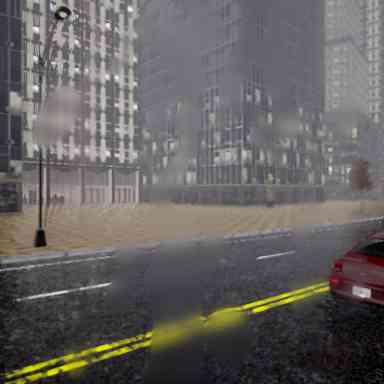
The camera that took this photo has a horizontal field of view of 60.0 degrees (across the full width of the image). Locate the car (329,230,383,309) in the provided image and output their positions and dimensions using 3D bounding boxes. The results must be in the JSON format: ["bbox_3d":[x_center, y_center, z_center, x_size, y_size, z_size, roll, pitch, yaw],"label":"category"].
[{"bbox_3d":[4.726,1.521,7.025,4.674,1.442,1.812,0,0,-37],"label":"car"}]
